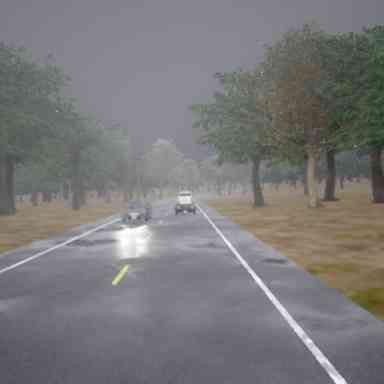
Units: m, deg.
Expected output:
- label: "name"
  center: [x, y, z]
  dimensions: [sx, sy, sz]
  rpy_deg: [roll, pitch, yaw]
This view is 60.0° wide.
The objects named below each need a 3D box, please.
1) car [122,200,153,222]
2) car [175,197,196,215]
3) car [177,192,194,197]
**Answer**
- label: "car"
  center: [-4.011, 1.405, 25.095]
  dimensions: [2.128, 1.511, 4.902]
  rpy_deg: [-1, 0, -1]
- label: "car"
  center: [-0.604, 1.393, 31.130]
  dimensions: [1.895, 1.301, 4.718]
  rpy_deg: [-1, 0, -1]
- label: "car"
  center: [-0.913, 0.964, 45.727]
  dimensions: [2.150, 2.045, 5.566]
  rpy_deg: [-1, 0, -1]
